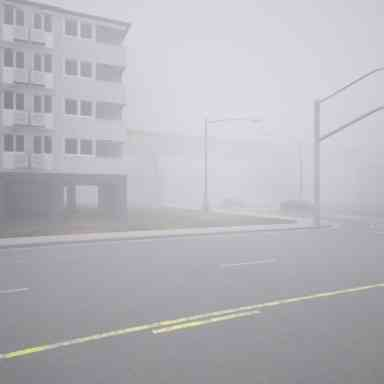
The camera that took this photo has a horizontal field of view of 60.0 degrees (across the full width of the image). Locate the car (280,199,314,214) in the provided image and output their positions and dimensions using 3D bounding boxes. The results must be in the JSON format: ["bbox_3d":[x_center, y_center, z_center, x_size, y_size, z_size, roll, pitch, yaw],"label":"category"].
[{"bbox_3d":[11.554,1.492,35.813,2.128,1.511,4.902,0,0,-25],"label":"car"}]

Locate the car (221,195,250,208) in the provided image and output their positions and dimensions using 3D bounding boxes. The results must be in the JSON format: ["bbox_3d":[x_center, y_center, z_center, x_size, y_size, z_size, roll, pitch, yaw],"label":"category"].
[{"bbox_3d":[5.866,1.506,48.091,1.837,1.490,4.892,0,0,-24],"label":"car"}]

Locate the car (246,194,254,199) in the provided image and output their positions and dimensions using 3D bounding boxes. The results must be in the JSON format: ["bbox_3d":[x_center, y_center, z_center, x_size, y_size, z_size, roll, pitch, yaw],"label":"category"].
[{"bbox_3d":[11.118,1.540,75.343,2.033,1.411,5.357,0,0,41],"label":"car"}]

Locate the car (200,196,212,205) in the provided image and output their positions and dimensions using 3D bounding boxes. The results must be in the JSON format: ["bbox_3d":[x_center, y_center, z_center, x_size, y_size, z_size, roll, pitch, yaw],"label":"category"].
[{"bbox_3d":[2.506,1.506,60.353,1.837,1.490,4.892,0,0,1],"label":"car"}]
